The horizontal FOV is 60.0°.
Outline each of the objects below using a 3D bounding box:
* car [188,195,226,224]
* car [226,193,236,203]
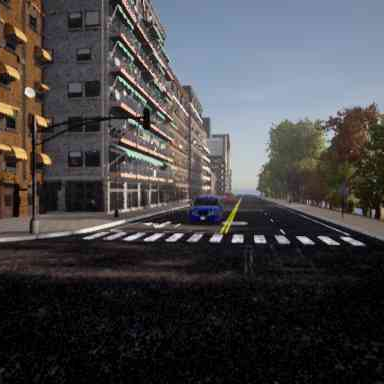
[{"bbox_3d":[1.130,1.313,24.954,2.150,2.045,5.566,0,1,9],"label":"car"},{"bbox_3d":[7.809,1.193,67.497,2.150,2.045,5.566,0,0,9],"label":"car"}]
